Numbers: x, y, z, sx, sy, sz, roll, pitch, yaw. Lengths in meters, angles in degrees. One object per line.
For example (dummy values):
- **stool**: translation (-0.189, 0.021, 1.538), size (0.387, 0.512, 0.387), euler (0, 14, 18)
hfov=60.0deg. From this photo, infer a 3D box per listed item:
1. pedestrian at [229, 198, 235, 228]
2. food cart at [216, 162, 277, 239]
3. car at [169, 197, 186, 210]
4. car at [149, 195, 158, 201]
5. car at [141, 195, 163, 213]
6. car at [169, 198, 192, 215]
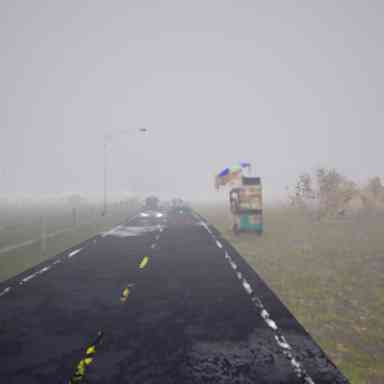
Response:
- **pedestrian**: translation (2.389, 1.243, 19.897), size (0.375, 1.860, 0.375), euler (1, -1, 0)
- **food cart**: translation (2.741, 0.427, 17.889), size (2.280, 3.560, 4.660), euler (-1, -1, -2)
- **car**: translation (-2.013, 1.479, 44.198), size (2.033, 1.411, 5.357), euler (0, 0, -5)
- **car**: translation (-8.914, 1.377, 76.931), size (1.812, 1.442, 4.674), euler (0, 0, -9)
- **car**: translation (-4.229, 1.281, 35.584), size (2.097, 1.767, 4.553), euler (0, 0, -4)
- **car**: translation (-1.108, 1.541, 32.974), size (1.895, 1.301, 4.718), euler (0, 0, -4)
